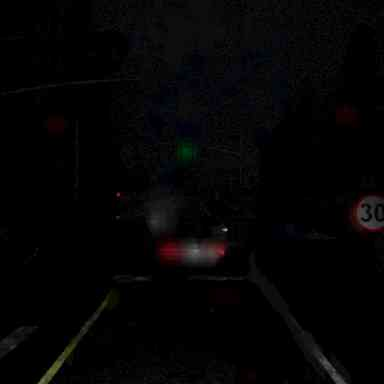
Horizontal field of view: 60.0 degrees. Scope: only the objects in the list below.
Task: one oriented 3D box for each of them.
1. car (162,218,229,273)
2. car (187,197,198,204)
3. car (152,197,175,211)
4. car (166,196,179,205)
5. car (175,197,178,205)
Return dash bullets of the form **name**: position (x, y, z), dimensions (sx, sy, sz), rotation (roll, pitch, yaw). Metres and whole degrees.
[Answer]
- **car**: position (0.187, 1.543, 10.697), dimensions (2.033, 1.411, 5.357), rotation (0, 0, 3)
- **car**: position (0.103, 1.586, 60.972), dimensions (1.895, 1.301, 4.718), rotation (0, 0, 0)
- **car**: position (-3.593, 1.482, 39.622), dimensions (2.128, 1.511, 4.902), rotation (0, 0, 0)
- **car**: position (-3.499, 1.533, 60.206), dimensions (2.033, 1.411, 5.357), rotation (0, 0, 0)
- **car**: position (-3.577, 1.589, 49.558), dimensions (1.895, 1.301, 4.718), rotation (0, 0, 0)
